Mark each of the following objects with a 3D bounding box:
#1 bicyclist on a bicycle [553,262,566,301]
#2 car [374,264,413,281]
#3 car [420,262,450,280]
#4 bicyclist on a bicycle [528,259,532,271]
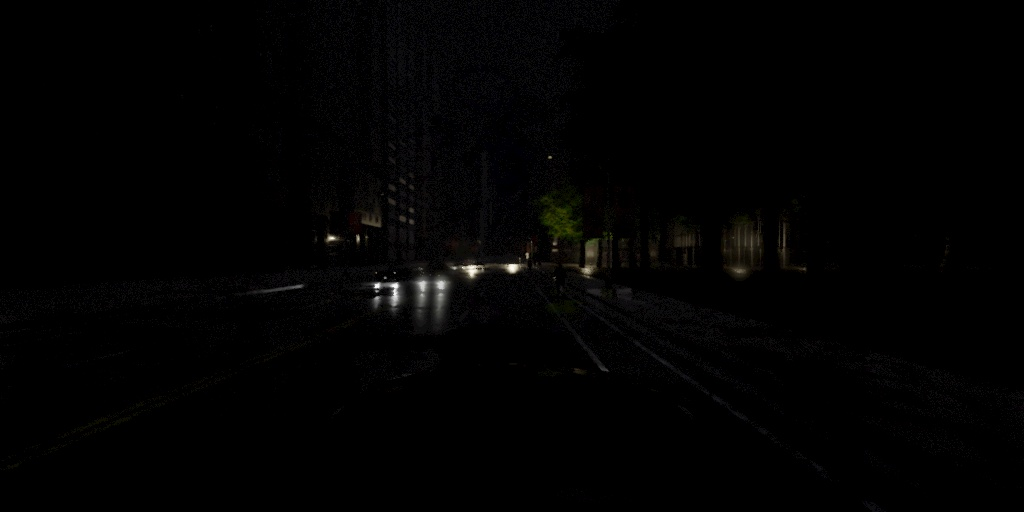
[{"bbox_3d":[2.249,1.168,16.951,0.659,1.776,1.843,0,3,0],"label":"bicyclist on a bicycle"},{"bbox_3d":[-9.849,1.385,30.077,1.895,1.301,4.718,0,0,0],"label":"car"},{"bbox_3d":[-6.599,1.290,31.294,1.837,1.490,4.892,0,0,0],"label":"car"},{"bbox_3d":[2.248,1.266,45.102,0.582,1.620,1.656,0,2,0],"label":"bicyclist on a bicycle"}]
